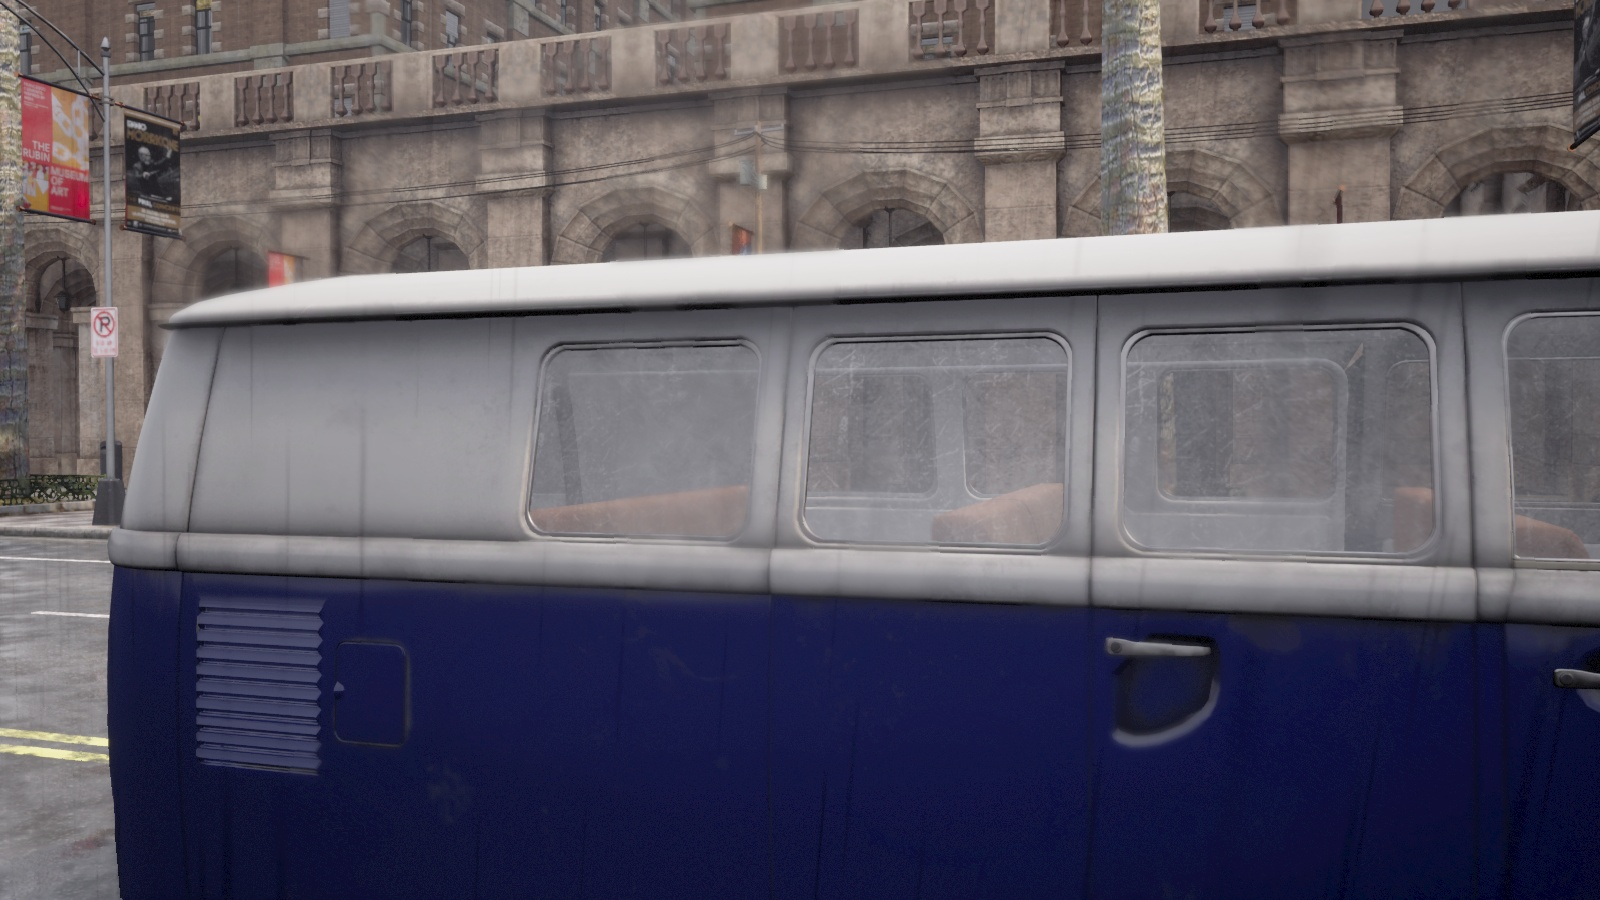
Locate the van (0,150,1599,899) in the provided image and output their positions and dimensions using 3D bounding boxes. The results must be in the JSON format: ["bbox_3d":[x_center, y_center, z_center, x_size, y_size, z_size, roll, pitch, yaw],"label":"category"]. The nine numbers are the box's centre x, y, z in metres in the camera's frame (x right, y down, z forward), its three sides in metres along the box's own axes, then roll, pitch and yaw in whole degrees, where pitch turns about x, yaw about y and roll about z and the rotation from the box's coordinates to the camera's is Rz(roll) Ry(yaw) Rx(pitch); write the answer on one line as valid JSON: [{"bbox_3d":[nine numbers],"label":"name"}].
[{"bbox_3d":[0.567,0.533,2.993,4.442,1.987,1.775,1,1,18],"label":"van"}]
